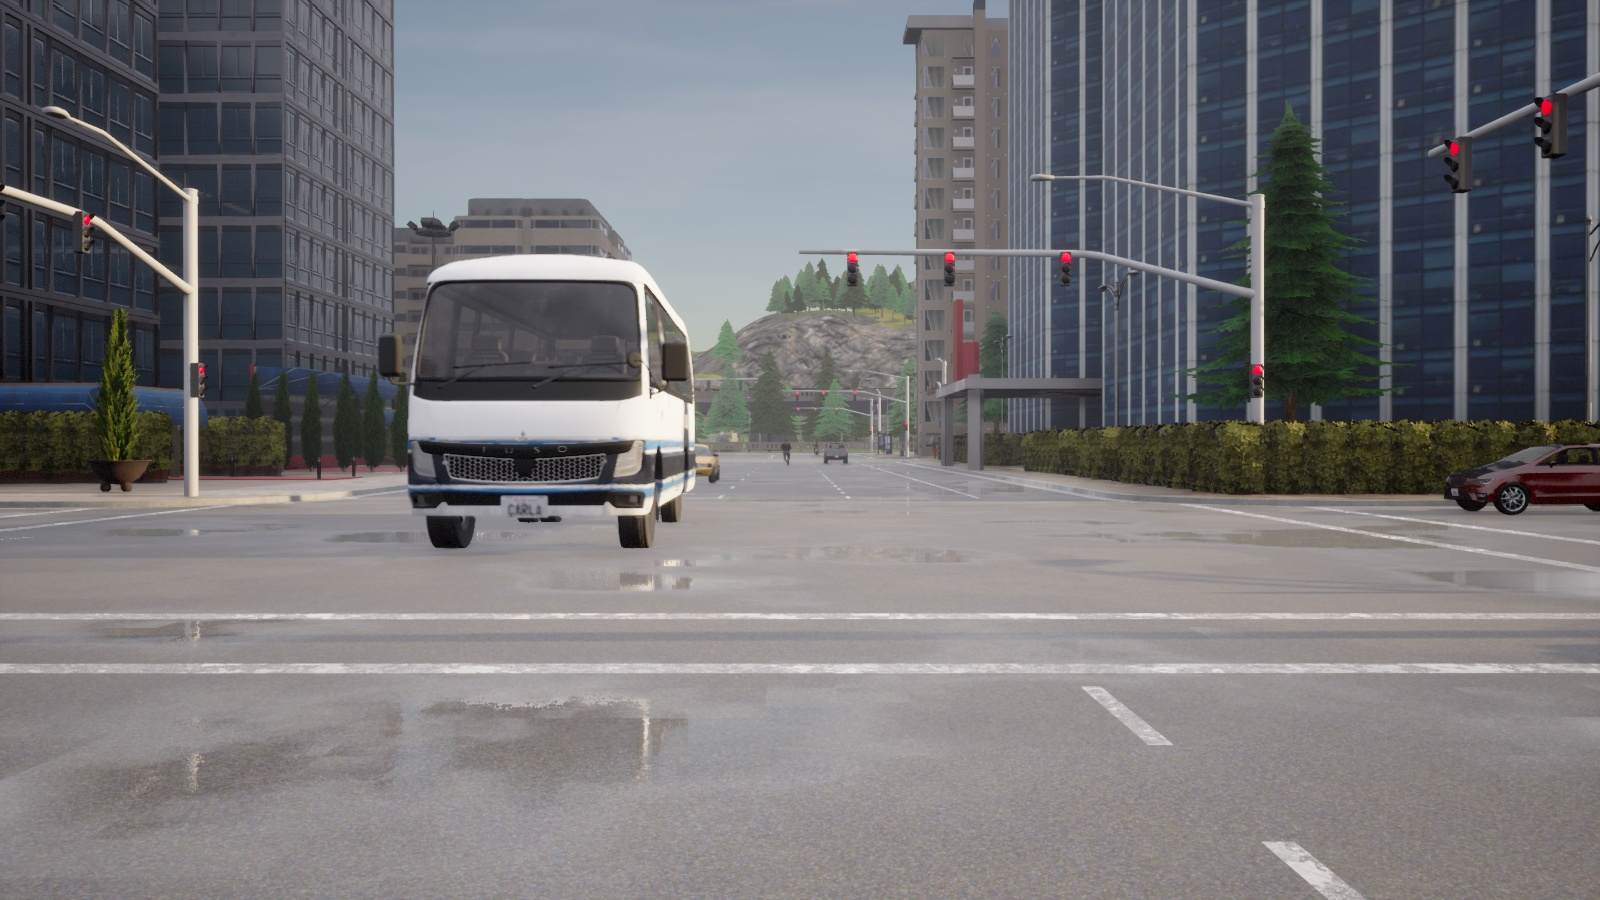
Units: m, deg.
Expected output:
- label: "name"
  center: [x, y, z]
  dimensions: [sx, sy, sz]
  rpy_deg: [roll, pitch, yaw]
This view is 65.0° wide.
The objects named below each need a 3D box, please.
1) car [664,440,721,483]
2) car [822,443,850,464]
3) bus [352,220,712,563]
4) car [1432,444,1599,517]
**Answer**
- label: "car"
  center: [-4.066, 0.410, 48.182]
  dimensions: [1.801, 1.575, 5.366]
  rpy_deg: [0, 0, -1]
- label: "car"
  center: [2.553, 0.252, 90.334]
  dimensions: [1.845, 1.501, 3.633]
  rpy_deg: [0, 0, -1]
- label: "bus"
  center: [-3.684, -0.750, 20.743]
  dimensions: [3.944, 4.253, 10.273]
  rpy_deg: [0, 0, -1]
- label: "car"
  center: [15.923, 0.623, 26.546]
  dimensions: [4.193, 1.474, 1.816]
  rpy_deg: [0, 0, 0]
